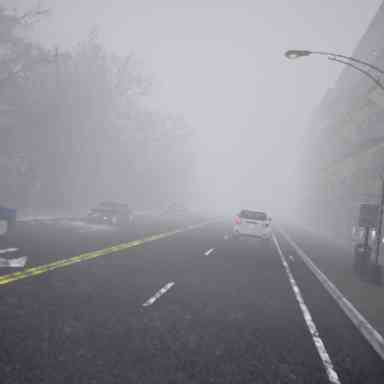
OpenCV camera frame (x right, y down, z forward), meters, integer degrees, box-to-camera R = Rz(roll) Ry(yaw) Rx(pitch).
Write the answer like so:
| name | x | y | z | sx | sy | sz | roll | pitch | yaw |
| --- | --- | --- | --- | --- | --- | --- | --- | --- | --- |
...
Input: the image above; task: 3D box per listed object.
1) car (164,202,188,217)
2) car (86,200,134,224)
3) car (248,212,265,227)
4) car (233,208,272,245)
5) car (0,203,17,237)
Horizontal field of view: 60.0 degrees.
| name | x | y | z | sx | sy | sz | roll | pitch | yaw |
| --- | --- | --- | --- | --- | --- | --- | --- | --- | --- |
| car | -1.924 | 2.062 | 41.320 | 2.097 | 1.767 | 4.553 | 6 | -1 | 12 |
| car | -5.662 | 1.365 | 23.686 | 1.837 | 1.490 | 4.892 | 6 | -1 | 12 |
| car | 8.121 | 3.399 | 41.951 | 1.837 | 1.490 | 4.892 | 6 | -1 | 12 |
| car | 4.028 | 2.175 | 22.062 | 2.150 | 2.045 | 5.566 | 6 | -1 | 12 |
| car | -8.240 | 0.751 | 11.276 | 1.882 | 1.535 | 5.008 | 6 | -1 | 12 |
